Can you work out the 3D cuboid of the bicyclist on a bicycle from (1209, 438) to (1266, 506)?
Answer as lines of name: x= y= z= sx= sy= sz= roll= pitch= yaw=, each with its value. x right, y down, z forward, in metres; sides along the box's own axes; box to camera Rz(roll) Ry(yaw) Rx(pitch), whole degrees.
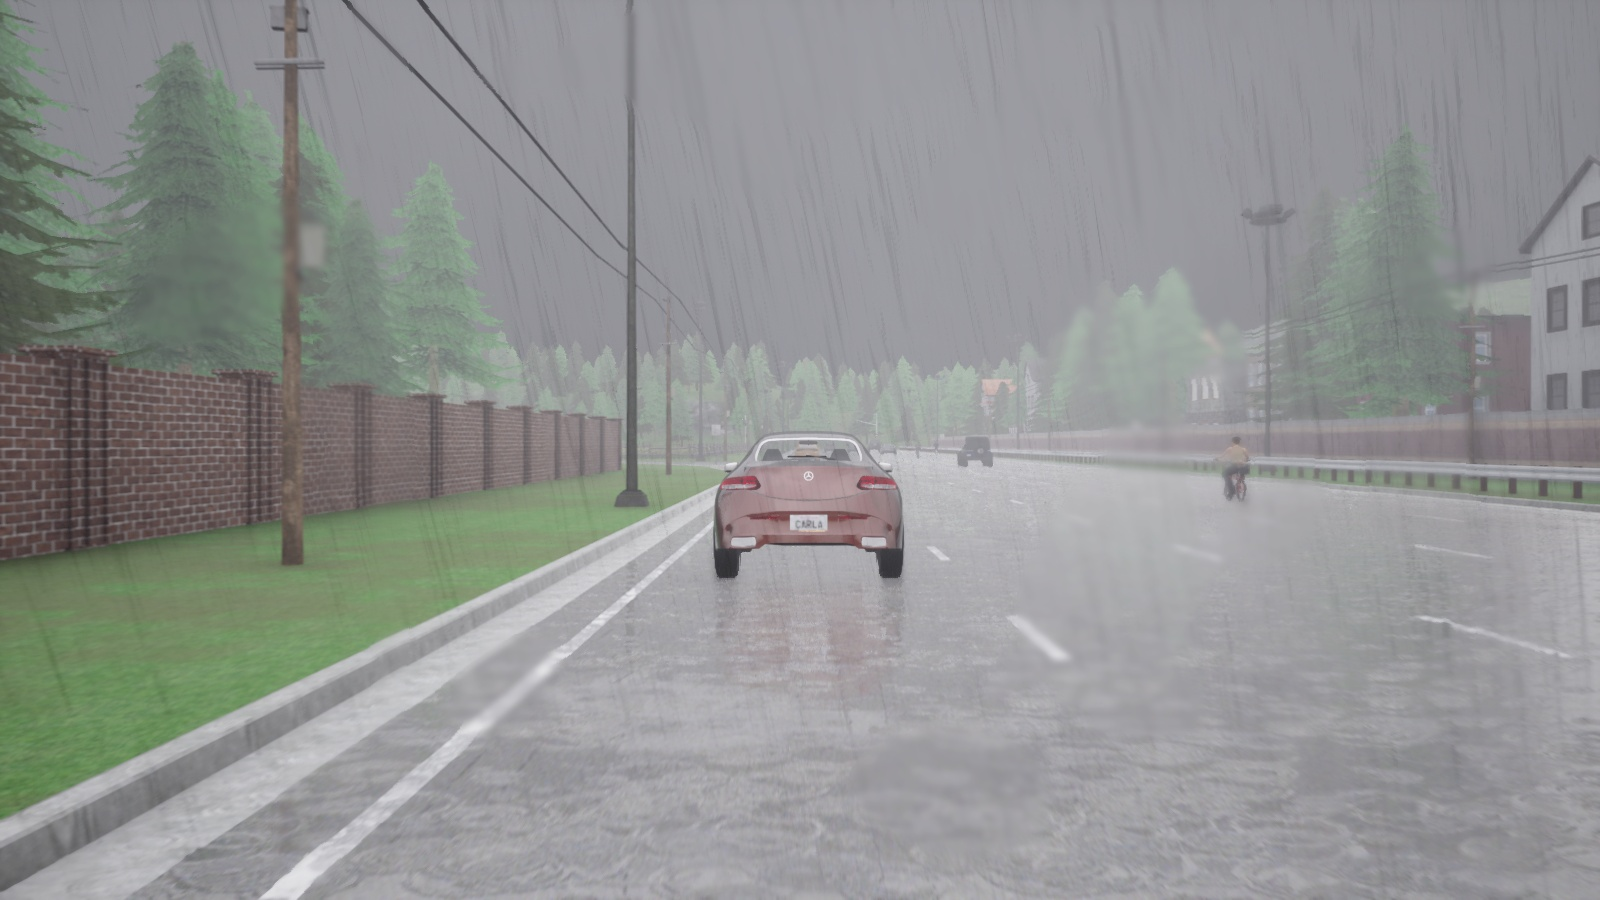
bicyclist on a bicycle: x=10.686 y=0.518 z=30.731 sx=0.866 sy=1.612 sz=1.509 roll=0 pitch=0 yaw=1

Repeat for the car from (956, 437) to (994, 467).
car: x=10.966 y=0.108 z=78.857 sx=1.905 sy=1.878 sz=3.866 roll=0 pitch=1 yaw=0

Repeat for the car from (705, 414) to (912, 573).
car: x=0.105 y=0.437 z=15.583 sx=2.152 sy=1.651 sz=5.027 roll=0 pitch=0 yaw=0
